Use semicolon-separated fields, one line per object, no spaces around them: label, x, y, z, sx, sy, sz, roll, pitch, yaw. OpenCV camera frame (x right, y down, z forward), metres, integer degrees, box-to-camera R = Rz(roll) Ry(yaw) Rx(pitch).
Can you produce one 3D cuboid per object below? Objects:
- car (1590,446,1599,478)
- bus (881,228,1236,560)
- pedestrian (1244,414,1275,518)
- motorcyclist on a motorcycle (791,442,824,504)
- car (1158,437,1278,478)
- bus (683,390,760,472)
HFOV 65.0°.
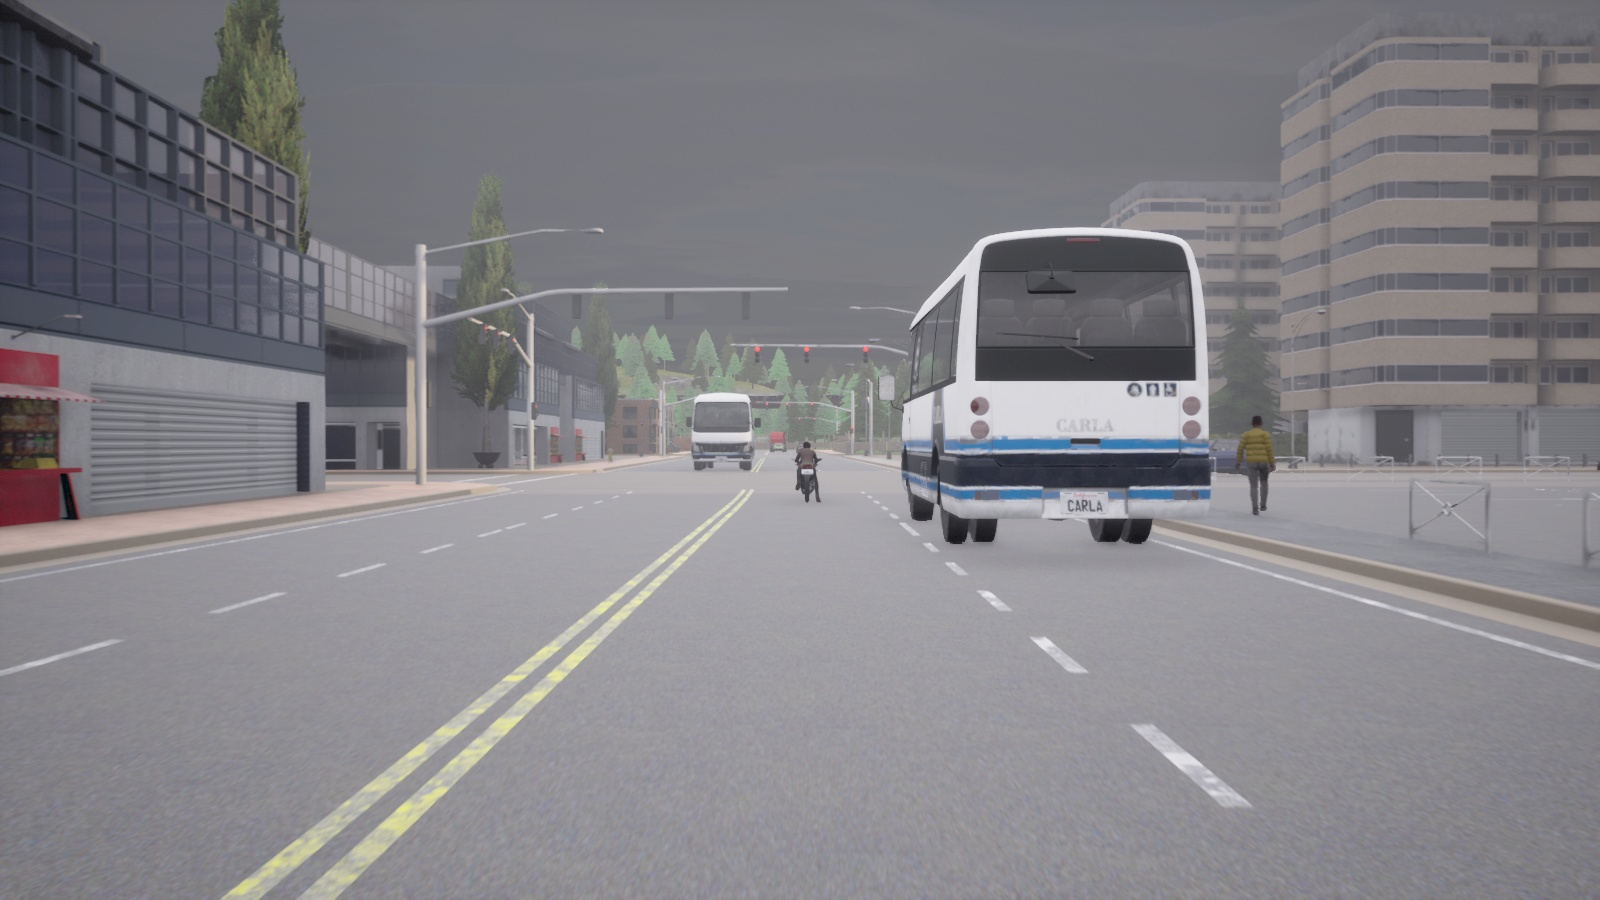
car;37.509;0.529;55.304;4.181;1.385;1.994;0;0;-1
bus;3.632;-0.747;21.219;3.944;4.253;10.273;0;0;0
pedestrian;8.354;0.283;22.808;0.431;1.840;0.709;0;0;28
motorcyclist on a motorcycle;0.174;0.551;31.554;0.797;1.523;2.044;0;0;0
car;18.215;0.310;54.850;4.553;1.767;2.097;0;0;-1
bus;-4.251;-1.031;70.522;3.944;4.253;10.273;0;0;-1
